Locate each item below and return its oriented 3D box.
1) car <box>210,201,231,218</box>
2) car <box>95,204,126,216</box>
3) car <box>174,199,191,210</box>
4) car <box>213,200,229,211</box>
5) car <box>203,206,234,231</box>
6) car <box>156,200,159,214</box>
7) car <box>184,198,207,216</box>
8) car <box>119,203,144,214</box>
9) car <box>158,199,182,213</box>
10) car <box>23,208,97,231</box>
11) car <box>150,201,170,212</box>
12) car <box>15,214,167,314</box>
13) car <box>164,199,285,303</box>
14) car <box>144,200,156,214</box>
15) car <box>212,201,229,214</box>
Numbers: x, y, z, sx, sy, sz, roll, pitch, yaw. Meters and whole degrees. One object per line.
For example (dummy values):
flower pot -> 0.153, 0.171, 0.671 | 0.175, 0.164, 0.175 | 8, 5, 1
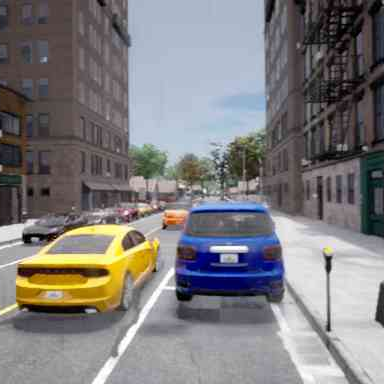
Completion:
car -> 2.789, 1.675, 32.616 | 1.887, 1.381, 4.507 | -1, 0, 5
car -> -6.219, 1.740, 22.362 | 2.008, 1.369, 4.403 | -1, 0, 5
car -> -1.262, 1.773, 47.397 | 1.837, 1.490, 4.892 | -1, -1, 6
car -> 3.806, 1.744, 43.605 | 1.947, 1.339, 4.313 | -1, 0, 5
car -> 1.772, 1.665, 21.626 | 1.802, 1.307, 4.206 | -1, 0, 5
car -> -4.694, 1.700, 38.848 | 1.967, 1.590, 4.097 | -1, 0, 5
car -> 0.456, 1.530, 36.056 | 2.097, 1.767, 4.553 | -1, 0, 5
car -> -5.712, 1.652, 27.858 | 1.967, 1.590, 4.097 | -1, 0, 5
car -> -0.668, 1.473, 22.818 | 2.097, 1.767, 4.553 | -1, 0, 5
car -> -6.727, 1.734, 16.867 | 1.947, 1.339, 4.313 | -1, 0, 5
car -> -4.184, 1.866, 44.343 | 1.802, 1.307, 4.206 | -1, 0, 5
car -> -2.045, 1.542, 7.942 | 1.882, 1.535, 5.008 | -1, 0, 5
car -> 0.894, 1.258, 8.459 | 2.150, 2.045, 5.566 | -1, 0, 5
car -> -5.218, 1.761, 33.183 | 1.752, 1.417, 4.829 | -1, 0, 5
car -> 3.298, 1.736, 38.110 | 1.802, 1.307, 4.206 | -1, 0, 5
